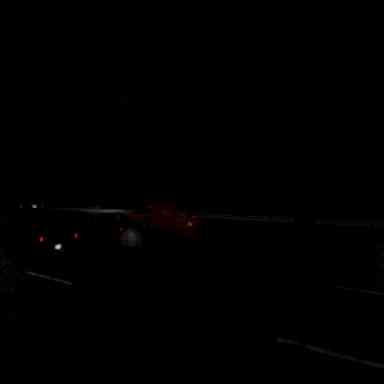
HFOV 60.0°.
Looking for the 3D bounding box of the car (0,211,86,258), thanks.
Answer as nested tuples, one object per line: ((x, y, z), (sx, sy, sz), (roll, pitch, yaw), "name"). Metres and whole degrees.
((-6.419, 1.596, 12.793), (4.718, 1.301, 1.895), (0, 0, 36), "car")

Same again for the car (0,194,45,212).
((-14.156, 1.213, 26.904), (5.566, 2.045, 2.150), (0, 0, 36), "car")

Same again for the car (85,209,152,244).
((-4.386, 1.597, 15.642), (4.718, 1.301, 1.895), (0, 0, 36), "car")

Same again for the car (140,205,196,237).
((-2.109, 1.474, 18.315), (5.008, 1.535, 1.882), (0, 0, 36), "car")
